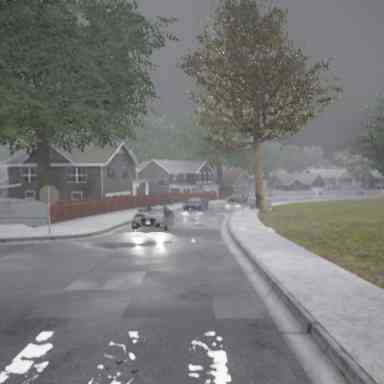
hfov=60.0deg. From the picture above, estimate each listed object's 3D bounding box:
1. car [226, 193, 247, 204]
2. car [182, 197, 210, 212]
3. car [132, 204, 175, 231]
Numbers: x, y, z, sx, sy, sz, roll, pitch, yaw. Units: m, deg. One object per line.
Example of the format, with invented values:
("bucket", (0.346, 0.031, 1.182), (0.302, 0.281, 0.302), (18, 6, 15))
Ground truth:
("car", (6.979, 0.922, 51.731), (2.097, 1.767, 4.553), (2, 1, 29))
("car", (0.547, 1.258, 35.620), (2.033, 1.411, 5.357), (1, 1, 16))
("car", (-2.201, 1.431, 19.702), (1.994, 1.385, 4.181), (0, 0, 4))
